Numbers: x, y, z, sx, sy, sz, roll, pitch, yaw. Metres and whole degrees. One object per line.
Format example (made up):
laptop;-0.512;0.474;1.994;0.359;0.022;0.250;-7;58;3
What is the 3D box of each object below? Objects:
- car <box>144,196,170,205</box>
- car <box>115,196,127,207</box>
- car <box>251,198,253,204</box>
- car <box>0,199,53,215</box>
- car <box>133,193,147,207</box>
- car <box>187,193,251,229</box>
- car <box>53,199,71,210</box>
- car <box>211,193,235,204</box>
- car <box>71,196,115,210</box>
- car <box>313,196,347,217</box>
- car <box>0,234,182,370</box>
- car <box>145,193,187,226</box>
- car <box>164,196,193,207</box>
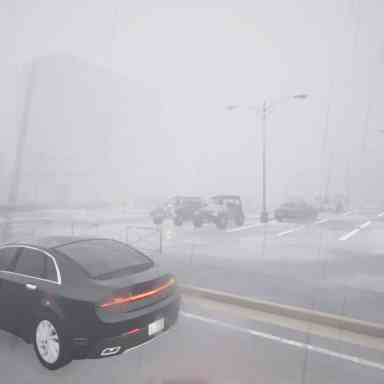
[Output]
car;-6.024;1.526;57.926;1.812;1.442;4.674;0;0;35
car;-11.805;1.352;49.417;2.097;1.767;4.553;0;0;34
car;9.875;1.505;62.459;1.837;1.490;4.892;0;0;34
car;-17.472;1.601;34.747;1.895;1.301;4.718;0;0;34
car;-6.582;1.221;50.867;2.150;2.045;5.566;0;0;34
car;1.729;1.156;20.217;1.905;1.878;3.866;0;0;34
car;-17.143;1.547;41.500;2.033;1.411;5.357;0;0;34
car;5.990;1.221;62.920;2.150;2.045;5.566;0;0;34
car;-12.470;1.526;42.157;1.812;1.442;4.674;0;0;34
car;13.778;1.395;33.149;1.970;1.475;3.806;0;0;34
car;-2.435;1.505;5.739;4.892;1.490;1.837;0;0;36
car;-0.635;1.153;21.887;1.932;1.855;4.605;0;0;34
car;-2.054;1.478;51.011;1.882;1.535;5.008;0;0;34
